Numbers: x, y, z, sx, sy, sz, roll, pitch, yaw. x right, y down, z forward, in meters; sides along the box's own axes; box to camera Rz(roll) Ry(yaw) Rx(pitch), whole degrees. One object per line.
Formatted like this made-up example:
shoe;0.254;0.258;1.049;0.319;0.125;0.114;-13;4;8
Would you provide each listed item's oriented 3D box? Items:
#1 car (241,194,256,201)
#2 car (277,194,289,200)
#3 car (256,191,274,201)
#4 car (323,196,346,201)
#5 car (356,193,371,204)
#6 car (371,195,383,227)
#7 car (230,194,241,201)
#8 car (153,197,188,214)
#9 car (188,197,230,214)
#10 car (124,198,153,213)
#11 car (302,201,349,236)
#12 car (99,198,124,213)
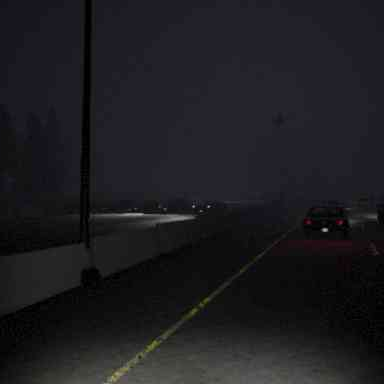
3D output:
car;12.768;1.163;72.475;1.882;1.535;5.008;-1;-1;24
car;19.145;1.116;69.588;2.033;1.411;5.357;-1;-1;24
car;15.941;0.855;71.007;2.150;2.045;5.566;-1;-1;24
car;13.338;1.055;31.135;1.812;1.442;4.674;-1;0;25
car;24.606;0.859;47.470;1.882;1.535;5.008;-1;0;24
car;11.396;1.105;18.282;2.128;1.511;4.902;-1;0;24
car;9.581;1.264;73.918;1.812;1.442;4.674;-1;-1;24
car;-1.482;1.300;32.726;1.837;1.490;4.892;-1;0;24
car;1.689;1.342;31.246;1.895;1.301;4.718;-1;0;24
car;-4.663;1.414;34.179;1.994;1.385;4.181;-1;0;25
car;6.667;1.322;16.414;1.895;1.301;4.718;-1;0;25
car;-7.856;1.409;35.614;1.837;1.490;4.892;-1;0;25
